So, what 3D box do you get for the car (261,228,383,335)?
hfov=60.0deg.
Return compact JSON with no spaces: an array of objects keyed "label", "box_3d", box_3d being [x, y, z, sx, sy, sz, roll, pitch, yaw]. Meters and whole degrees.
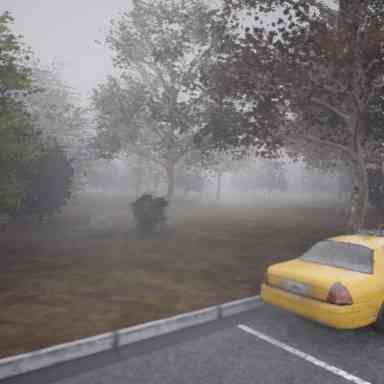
[{"label":"car","box_3d":[3.807,1.524,6.763,5.366,1.575,1.946,1,-1,-33]}]
